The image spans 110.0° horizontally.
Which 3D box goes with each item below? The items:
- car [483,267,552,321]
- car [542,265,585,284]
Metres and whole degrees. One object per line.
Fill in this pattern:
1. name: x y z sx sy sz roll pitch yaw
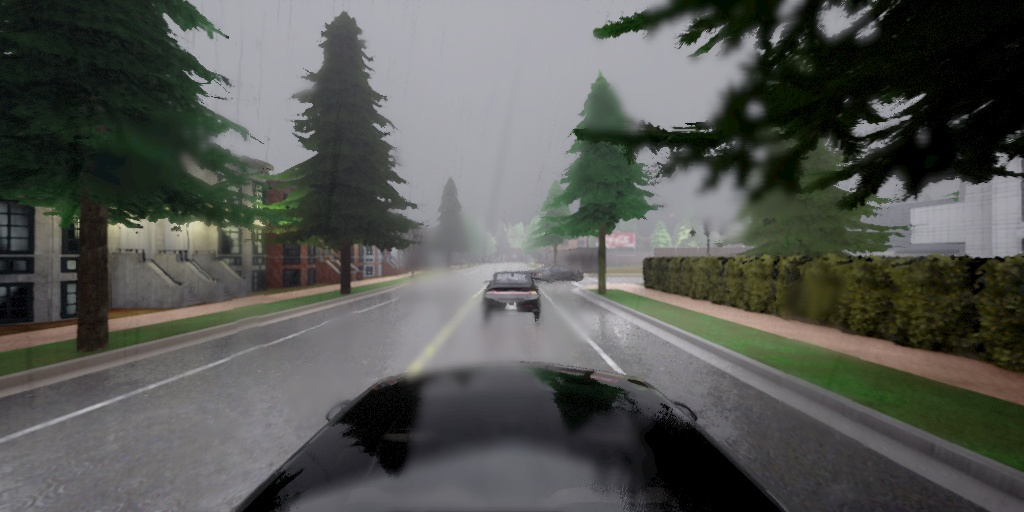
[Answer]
1. car: 0.015 1.301 12.813 2.128 1.511 4.902 0 0 0
2. car: 3.523 1.459 28.934 5.357 1.411 2.033 0 -1 -39
